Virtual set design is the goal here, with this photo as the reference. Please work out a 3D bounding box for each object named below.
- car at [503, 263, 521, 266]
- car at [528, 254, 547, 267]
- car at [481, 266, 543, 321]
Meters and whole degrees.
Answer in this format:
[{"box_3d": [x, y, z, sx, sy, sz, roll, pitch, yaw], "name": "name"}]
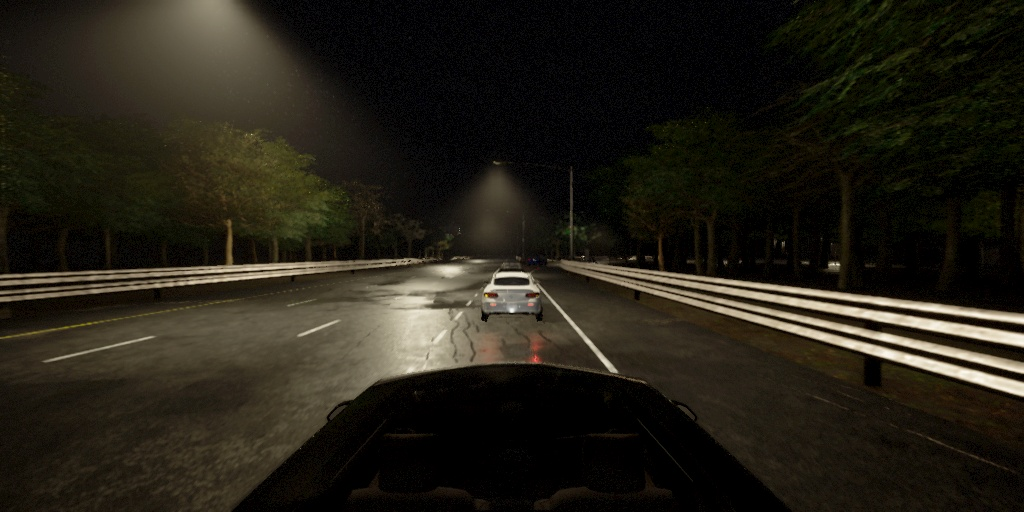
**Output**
[{"box_3d": [-0.002, 1.219, 29.448, 1.895, 1.301, 4.718, 0, 0, 0], "name": "car"}, {"box_3d": [4.171, 0.706, 57.918, 2.150, 2.045, 5.566, 0, 0, 18], "name": "car"}, {"box_3d": [-0.005, 1.238, 12.170, 1.812, 1.442, 4.674, 0, 0, 0], "name": "car"}]
